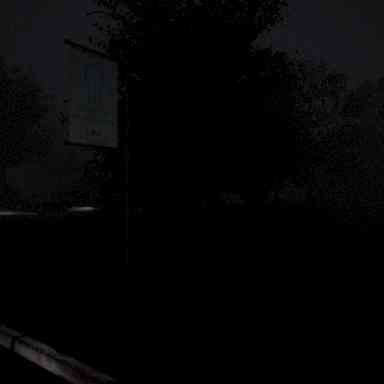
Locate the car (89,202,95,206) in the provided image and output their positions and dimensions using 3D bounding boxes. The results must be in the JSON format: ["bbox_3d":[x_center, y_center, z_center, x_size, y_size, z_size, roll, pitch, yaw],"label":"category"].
[{"bbox_3d":[-12.508,1.508,49.342,2.033,1.411,5.357,0,0,38],"label":"car"}]

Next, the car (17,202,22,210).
[{"bbox_3d":[-18.964,1.484,41.176,2.128,1.511,4.902,0,0,39],"label":"car"}]

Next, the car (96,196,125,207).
[{"bbox_3d":[-10.185,1.185,46.638,2.150,2.045,5.566,0,0,38],"label":"car"}]

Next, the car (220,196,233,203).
[{"bbox_3d":[6.176,1.387,63.142,1.994,1.385,4.181,0,0,33],"label":"car"}]

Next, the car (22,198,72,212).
[{"bbox_3d":[-16.501,1.470,38.652,1.882,1.535,5.008,0,0,39],"label":"car"}]
